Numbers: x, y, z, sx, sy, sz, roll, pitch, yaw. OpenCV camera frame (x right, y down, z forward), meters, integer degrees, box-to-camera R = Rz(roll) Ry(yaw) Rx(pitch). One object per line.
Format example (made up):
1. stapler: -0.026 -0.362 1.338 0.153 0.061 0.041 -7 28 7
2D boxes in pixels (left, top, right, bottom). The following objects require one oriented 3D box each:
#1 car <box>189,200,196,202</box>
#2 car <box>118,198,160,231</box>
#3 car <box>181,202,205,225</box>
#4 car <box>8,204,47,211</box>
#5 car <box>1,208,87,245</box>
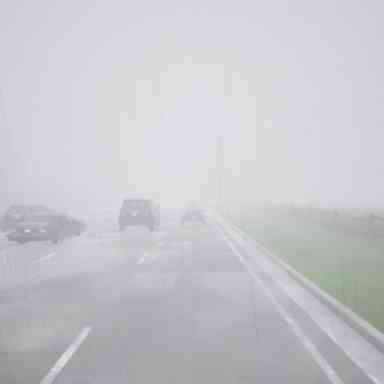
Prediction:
1. car: 0.044 1.872 44.641 1.801 1.575 5.366 0 -1 1
2. car: -3.401 1.431 22.250 2.150 2.045 5.566 0 0 0
3. car: 0.098 1.775 26.624 1.812 1.442 4.674 0 -1 0
4. car: -10.399 1.556 21.848 2.097 1.767 4.553 0 -1 0
5. car: -6.900 1.702 16.445 2.033 1.411 5.357 0 -1 0
